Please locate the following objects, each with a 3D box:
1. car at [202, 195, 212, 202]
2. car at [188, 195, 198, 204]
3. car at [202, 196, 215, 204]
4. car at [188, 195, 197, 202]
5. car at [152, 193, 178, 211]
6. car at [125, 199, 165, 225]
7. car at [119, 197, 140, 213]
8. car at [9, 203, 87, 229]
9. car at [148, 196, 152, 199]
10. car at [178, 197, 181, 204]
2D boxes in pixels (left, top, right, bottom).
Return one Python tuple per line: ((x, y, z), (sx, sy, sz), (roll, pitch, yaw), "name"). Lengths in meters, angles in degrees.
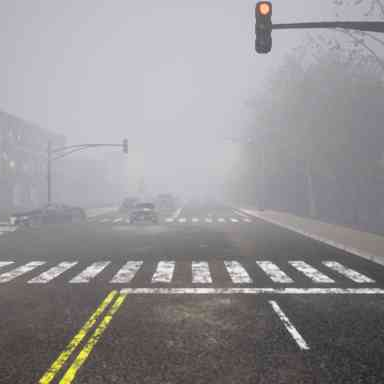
((3.341, 1.510, 74.711), (2.033, 1.411, 5.357), (0, 0, 0), "car")
((0.175, 1.576, 64.870), (1.895, 1.301, 4.718), (0, 0, 0), "car")
((3.429, 1.576, 64.693), (1.895, 1.301, 4.718), (0, 0, 0), "car")
((0.094, 1.494, 74.636), (2.128, 1.511, 4.902), (0, 0, 0), "car")
((-3.301, 1.207, 41.148), (2.150, 2.045, 5.566), (0, 0, 0), "car")
((-3.321, 1.500, 24.375), (1.837, 1.490, 4.892), (0, 0, 0), "car")
((-6.556, 1.341, 36.254), (2.097, 1.767, 4.553), (0, 0, 0), "car")
((-9.257, 1.502, 21.761), (2.128, 1.511, 4.902), (0, 0, 35), "car")
((-6.519, 1.471, 55.701), (2.128, 1.511, 4.902), (0, 0, 0), "car")
((-3.214, 1.540, 64.233), (1.994, 1.385, 4.181), (0, 0, 1), "car")
